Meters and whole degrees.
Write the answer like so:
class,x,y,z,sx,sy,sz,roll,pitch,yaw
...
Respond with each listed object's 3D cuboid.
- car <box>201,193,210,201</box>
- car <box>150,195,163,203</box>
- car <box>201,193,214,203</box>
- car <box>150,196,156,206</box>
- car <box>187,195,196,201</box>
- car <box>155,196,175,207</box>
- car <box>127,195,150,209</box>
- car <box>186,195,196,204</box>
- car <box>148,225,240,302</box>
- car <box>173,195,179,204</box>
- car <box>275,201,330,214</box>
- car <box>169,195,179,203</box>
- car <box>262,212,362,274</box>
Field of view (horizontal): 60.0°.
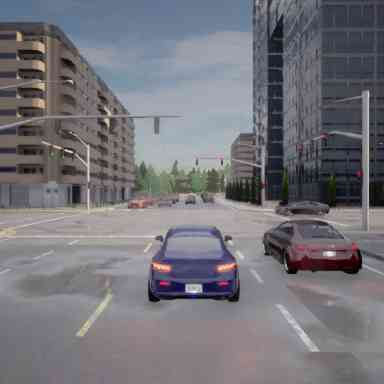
class,x,y,z,sx,sy,sz,roll,pitch,yaw
car,3.432,1.225,87.869,2.150,2.045,5.566,0,0,1
car,-7.270,1.492,68.918,2.128,1.511,4.902,0,0,1
car,3.332,1.352,68.587,2.097,1.767,4.553,0,0,1
car,-7.489,1.354,54.268,2.097,1.767,4.553,0,0,0
car,-0.069,1.525,87.841,2.128,1.511,4.902,0,0,1
car,-4.006,1.601,50.057,1.895,1.301,4.718,0,0,0
car,-7.483,1.352,45.657,2.097,1.767,4.553,0,0,0
car,-0.227,1.548,62.745,2.033,1.411,5.357,0,0,1
car,0.044,1.526,8.139,1.812,1.442,4.674,0,0,0
car,-3.929,1.601,60.110,1.895,1.301,4.718,0,0,1
car,10.158,1.547,30.763,4.902,1.511,2.128,0,0,0
car,-3.751,1.478,70.461,1.882,1.535,5.008,0,0,1
car,3.552,1.564,10.563,1.994,1.385,4.181,0,0,0
